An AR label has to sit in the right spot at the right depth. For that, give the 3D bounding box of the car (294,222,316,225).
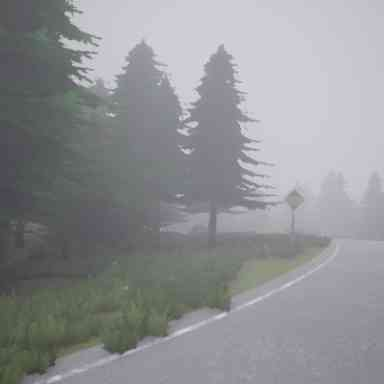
[{"bbox_3d":[12.057,4.143,36.819,2.097,1.767,4.553,4,-8,-17],"label":"car"}]

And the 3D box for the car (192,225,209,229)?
[{"bbox_3d":[1.903,5.416,47.328,2.097,1.767,4.553,7,-10,-43],"label":"car"}]
